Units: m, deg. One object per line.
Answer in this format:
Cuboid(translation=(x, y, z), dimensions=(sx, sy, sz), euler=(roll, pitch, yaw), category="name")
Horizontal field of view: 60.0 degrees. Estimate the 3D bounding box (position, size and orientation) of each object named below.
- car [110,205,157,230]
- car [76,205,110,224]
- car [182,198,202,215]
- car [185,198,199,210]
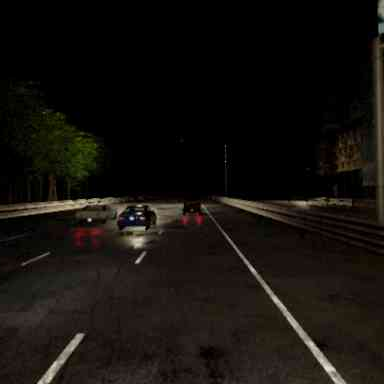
Cuboid(translation=(-3.400, 1.545, 21.257), dimensions=(2.033, 1.411, 5.357), euler=(0, 0, 0), category="car")
Cuboid(translation=(-6.902, 1.598, 24.659), dimensions=(1.895, 1.301, 4.718), euler=(0, 0, 0), category="car")
Cuboid(translation=(0.029, 1.525, 33.967), dimensions=(1.812, 1.442, 4.674), euler=(0, 0, 1), category="car")
Cuboid(translation=(0.025, 1.532, 45.251), dimensions=(1.812, 1.442, 4.674), euler=(0, 0, 1), category="car")
